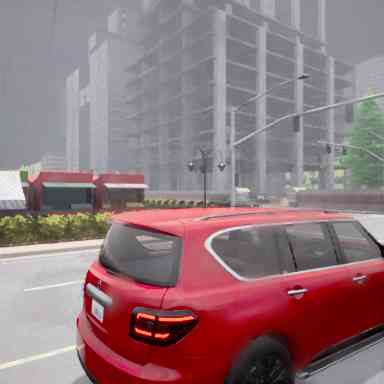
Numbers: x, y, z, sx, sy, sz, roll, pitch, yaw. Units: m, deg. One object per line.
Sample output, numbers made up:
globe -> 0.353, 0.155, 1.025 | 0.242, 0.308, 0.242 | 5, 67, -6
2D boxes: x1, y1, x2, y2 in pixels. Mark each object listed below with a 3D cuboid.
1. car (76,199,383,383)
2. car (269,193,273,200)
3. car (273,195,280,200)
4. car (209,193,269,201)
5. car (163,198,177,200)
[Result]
car -> 1.292, 1.221, 4.713 | 5.566, 2.045, 2.150 | 0, 0, -35
car -> 11.664, 1.114, 58.231 | 1.905, 1.878, 3.866 | 0, 0, -36
car -> 14.053, 1.114, 59.946 | 1.905, 1.878, 3.866 | 0, 0, -36
car -> 3.617, 1.166, 29.021 | 2.150, 2.045, 5.566 | 0, 0, -36
car -> -2.445, 1.422, 37.366 | 1.882, 1.535, 5.008 | 0, 0, -36
